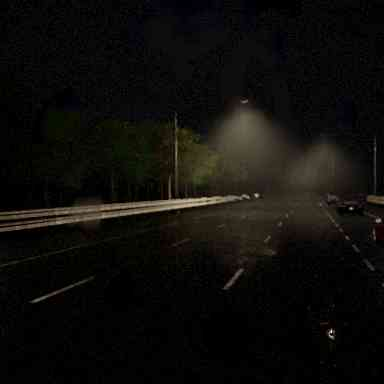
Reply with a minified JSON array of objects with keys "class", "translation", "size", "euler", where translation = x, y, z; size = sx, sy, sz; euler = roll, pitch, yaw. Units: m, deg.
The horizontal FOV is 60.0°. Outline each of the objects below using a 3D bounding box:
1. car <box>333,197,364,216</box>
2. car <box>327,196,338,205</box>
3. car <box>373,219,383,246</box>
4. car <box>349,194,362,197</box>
[{"class":"car","translation":[14.351,1.397,30.410],"size":[1.994,1.385,4.181],"euler":[0,0,19]},{"class":"car","translation":[22.576,1.261,53.108],"size":[2.033,1.411,5.357],"euler":[0,0,23]},{"class":"car","translation":[7.801,1.420,11.782],"size":[1.882,1.535,5.008],"euler":[0,0,19]},{"class":"car","translation":[37.979,1.110,77.186],"size":[1.994,1.385,4.181],"euler":[0,0,44]}]
